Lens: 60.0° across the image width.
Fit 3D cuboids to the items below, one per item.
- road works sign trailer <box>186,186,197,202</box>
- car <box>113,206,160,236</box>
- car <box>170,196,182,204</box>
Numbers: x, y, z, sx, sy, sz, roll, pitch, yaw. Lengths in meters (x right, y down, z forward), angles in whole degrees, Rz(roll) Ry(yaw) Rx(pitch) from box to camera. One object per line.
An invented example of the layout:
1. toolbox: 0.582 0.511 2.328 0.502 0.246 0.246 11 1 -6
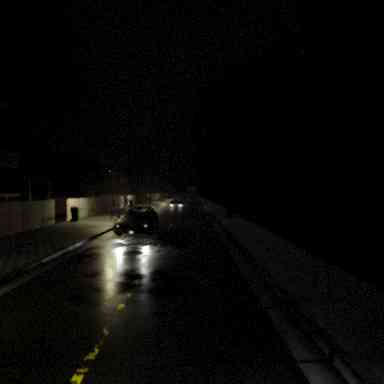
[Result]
1. road works sign trailer: -0.029 0.361 71.440 2.380 3.560 2.880 0 0 0
2. car: -2.857 1.511 18.295 2.033 1.411 5.357 0 0 0
3. car: -2.816 1.433 59.528 1.812 1.442 4.674 0 0 1
